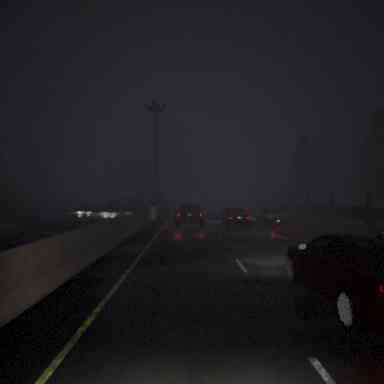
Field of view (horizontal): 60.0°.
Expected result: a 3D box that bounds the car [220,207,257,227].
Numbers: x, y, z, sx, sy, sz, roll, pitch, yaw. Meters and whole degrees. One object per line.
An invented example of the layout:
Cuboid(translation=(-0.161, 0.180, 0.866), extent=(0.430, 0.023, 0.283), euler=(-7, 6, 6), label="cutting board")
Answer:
Cuboid(translation=(3.264, 1.887, 25.611), extent=(2.033, 1.411, 5.357), euler=(0, -1, -1), label="car")

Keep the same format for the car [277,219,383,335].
Cuboid(translation=(3.493, 1.585, 7.033), extent=(1.882, 1.535, 5.008), euler=(0, -1, -1), label="car")

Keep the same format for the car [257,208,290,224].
Cuboid(translation=(6.732, 1.991, 28.208), extent=(1.895, 1.301, 4.718), euler=(0, -1, -1), label="car")

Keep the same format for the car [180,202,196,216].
Cuboid(translation=(-0.538, 2.039, 41.056), extent=(1.812, 1.442, 4.674), euler=(0, -1, -2), label="car")

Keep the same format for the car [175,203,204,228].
Cuboid(translation=(-0.228, 1.668, 25.222), extent=(2.097, 1.767, 4.553), euler=(0, -1, -2), label="car")
